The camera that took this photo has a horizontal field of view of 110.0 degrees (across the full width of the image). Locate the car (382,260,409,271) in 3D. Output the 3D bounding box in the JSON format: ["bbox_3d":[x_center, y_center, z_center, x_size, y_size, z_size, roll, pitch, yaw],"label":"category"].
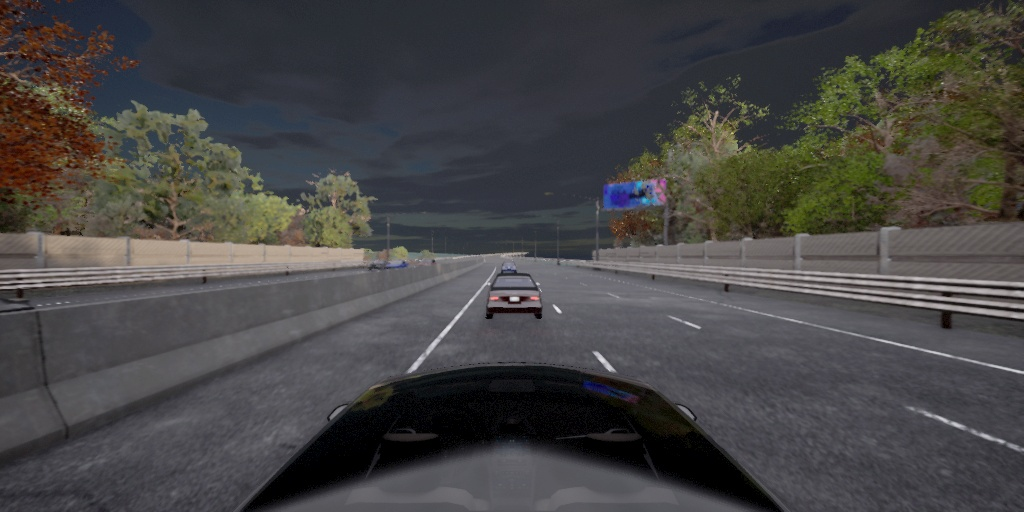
[{"bbox_3d":[-14.668,1.256,46.143,1.882,1.535,5.008,0,0,-1],"label":"car"}]

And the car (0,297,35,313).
[{"bbox_3d":[-10.612,1.260,5.262,1.837,1.490,4.892,0,0,0],"label":"car"}]

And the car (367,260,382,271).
[{"bbox_3d":[-18.248,1.328,49.819,2.033,1.411,5.357,0,0,-1],"label":"car"}]

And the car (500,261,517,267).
[{"bbox_3d":[-0.374,1.321,41.849,2.033,1.411,5.357,0,0,-1],"label":"car"}]

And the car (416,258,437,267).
[{"bbox_3d":[-11.199,1.130,47.455,2.097,1.767,4.553,0,0,-1],"label":"car"}]

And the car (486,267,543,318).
[{"bbox_3d":[0.055,1.305,12.980,2.033,1.411,5.357,0,0,0],"label":"car"}]
